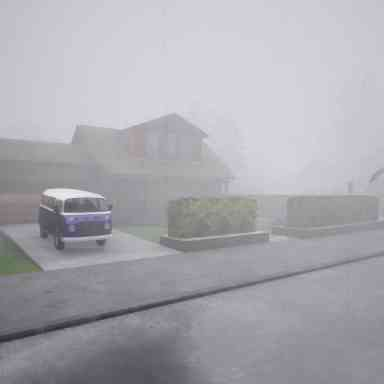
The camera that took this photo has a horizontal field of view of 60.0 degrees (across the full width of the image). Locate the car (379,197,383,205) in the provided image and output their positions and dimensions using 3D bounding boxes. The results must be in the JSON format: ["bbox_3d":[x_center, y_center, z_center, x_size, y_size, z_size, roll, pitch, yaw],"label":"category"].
[{"bbox_3d":[24.678,0.985,41.429,3.866,1.878,1.905,0,0,0],"label":"car"}]
